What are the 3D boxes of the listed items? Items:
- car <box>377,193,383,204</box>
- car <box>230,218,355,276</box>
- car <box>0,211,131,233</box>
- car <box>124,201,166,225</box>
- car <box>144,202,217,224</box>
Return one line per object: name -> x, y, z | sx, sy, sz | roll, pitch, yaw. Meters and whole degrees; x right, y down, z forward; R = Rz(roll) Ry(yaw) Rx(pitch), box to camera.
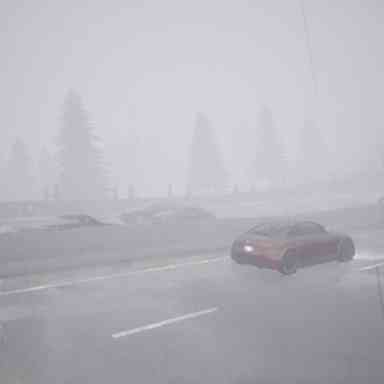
car -> 18.637, 0.452, 30.120 | 4.674, 1.442, 1.812 | -6, 4, -35
car -> 3.192, 1.519, 10.312 | 4.181, 1.385, 1.994 | 0, 0, -35
car -> -5.117, 1.583, 13.234 | 4.718, 1.301, 1.895 | 0, 0, -35
car -> -2.612, 1.415, 23.604 | 5.008, 1.535, 1.882 | 0, 0, -35
car -> -0.496, 1.502, 20.814 | 4.181, 1.385, 1.994 | -1, 0, -35
